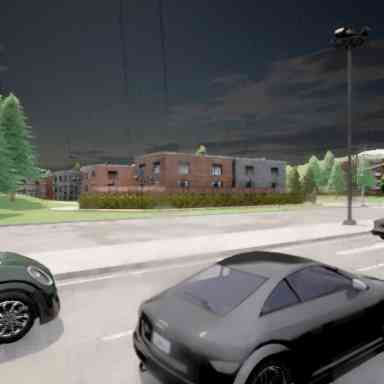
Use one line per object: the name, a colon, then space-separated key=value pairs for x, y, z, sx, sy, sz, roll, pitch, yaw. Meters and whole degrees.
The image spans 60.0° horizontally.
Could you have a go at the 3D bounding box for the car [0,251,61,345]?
car: x=-4.419 y=1.354 z=4.891 sx=4.553 sy=1.767 sz=2.097 roll=0 pitch=0 yaw=-36

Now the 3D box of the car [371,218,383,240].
car: x=10.466 y=1.510 z=15.518 sx=5.357 sy=1.411 sz=2.033 roll=0 pitch=0 yaw=-36

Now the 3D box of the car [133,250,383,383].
car: x=1.309 y=1.556 z=4.681 sx=4.181 sy=1.385 sz=1.994 roll=0 pitch=0 yaw=-36
